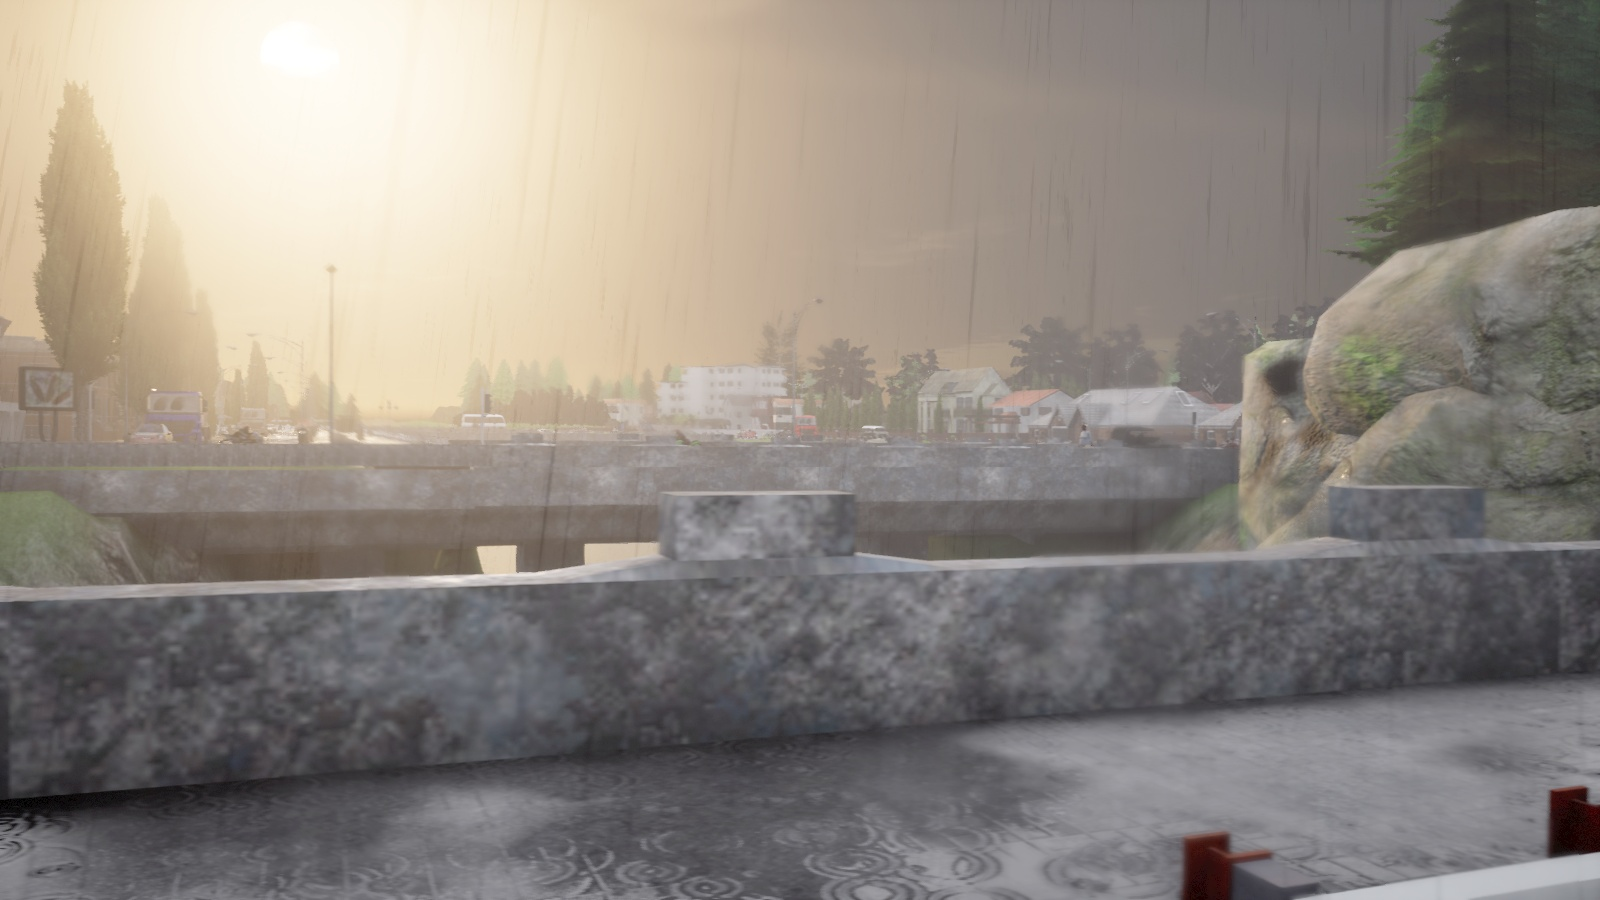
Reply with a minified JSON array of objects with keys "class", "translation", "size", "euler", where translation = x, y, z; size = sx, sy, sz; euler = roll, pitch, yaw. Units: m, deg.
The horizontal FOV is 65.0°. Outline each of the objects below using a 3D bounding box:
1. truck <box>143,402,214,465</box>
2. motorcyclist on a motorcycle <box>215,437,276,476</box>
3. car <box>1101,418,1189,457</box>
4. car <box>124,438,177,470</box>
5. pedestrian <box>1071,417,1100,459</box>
[{"class":"truck","translation":[-36.065,-0.983,73.088],"size":[2.891,3.462,7.936],"euler":[-1,1,-21]},{"class":"motorcyclist on a motorcycle","translation":[-22.275,0.253,50.476],"size":[2.191,1.530,0.866],"euler":[0,0,17]},{"class":"car","translation":[17.381,-0.624,63.296],"size":[3.866,1.878,1.905],"euler":[-1,1,-21]},{"class":"car","translation":[-31.345,0.163,60.685],"size":[1.845,1.501,3.633],"euler":[-1,1,-21]},{"class":"pedestrian","translation":[12.679,-0.538,55.829],"size":[0.900,1.855,0.874],"euler":[-1,1,-23]}]
